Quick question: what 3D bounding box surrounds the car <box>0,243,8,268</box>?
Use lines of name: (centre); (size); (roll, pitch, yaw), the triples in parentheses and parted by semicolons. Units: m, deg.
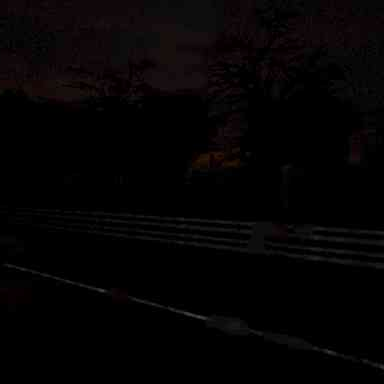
car: (-7.058, 1.534, 9.030); (4.718, 1.301, 1.895); (0, 0, 36)
